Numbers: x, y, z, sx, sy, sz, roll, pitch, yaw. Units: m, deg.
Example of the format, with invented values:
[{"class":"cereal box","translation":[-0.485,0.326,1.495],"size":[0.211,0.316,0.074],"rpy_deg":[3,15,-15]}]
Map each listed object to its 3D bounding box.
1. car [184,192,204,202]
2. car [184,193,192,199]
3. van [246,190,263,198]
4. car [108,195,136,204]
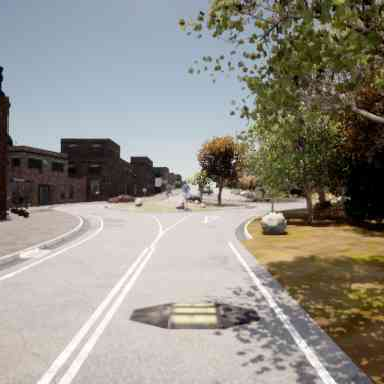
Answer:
[{"class":"car","translation":[0.149,1.177,62.861],"size":[1.837,1.490,4.892],"rpy_deg":[0,1,-17]},{"class":"car","translation":[-0.882,0.930,80.209],"size":[1.837,1.490,4.892],"rpy_deg":[0,0,1]},{"class":"van","translation":[18.148,0.912,92.629],"size":[4.442,1.987,1.878],"rpy_deg":[0,1,1]},{"class":"car","translation":[-11.002,1.185,52.592],"size":[1.812,1.442,4.674],"rpy_deg":[-1,-1,42]}]
